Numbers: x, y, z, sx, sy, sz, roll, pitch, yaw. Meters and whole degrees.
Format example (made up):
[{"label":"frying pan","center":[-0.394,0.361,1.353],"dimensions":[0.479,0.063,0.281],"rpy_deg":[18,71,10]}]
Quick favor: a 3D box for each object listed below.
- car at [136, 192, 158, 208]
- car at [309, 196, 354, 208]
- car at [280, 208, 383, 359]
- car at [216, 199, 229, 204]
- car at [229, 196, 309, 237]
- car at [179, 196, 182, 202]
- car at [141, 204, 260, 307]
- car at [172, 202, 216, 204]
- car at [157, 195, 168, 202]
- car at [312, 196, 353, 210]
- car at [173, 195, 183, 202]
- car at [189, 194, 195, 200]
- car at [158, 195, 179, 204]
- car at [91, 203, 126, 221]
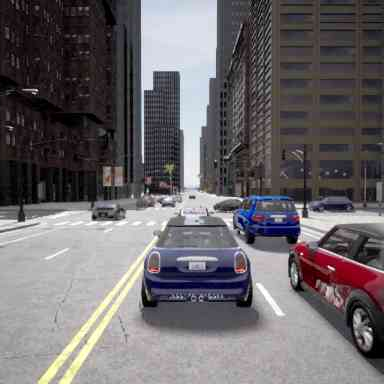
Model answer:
[{"label":"car","center":[-6.700,1.319,48.131],"dimensions":[2.097,1.767,4.553],"rpy_deg":[0,0,2]},{"label":"car","center":[15.345,1.278,36.907],"dimensions":[4.553,1.767,2.097],"rpy_deg":[0,1,-1]},{"label":"car","center":[3.344,1.349,6.152],"dimensions":[2.097,1.767,4.553],"rpy_deg":[0,0,0]},{"label":"car","center":[4.612,1.487,35.325],"dimensions":[4.674,1.442,1.812],"rpy_deg":[0,1,25]},{"label":"car","center":[3.349,1.211,15.863],"dimensions":[2.150,2.045,5.566],"rpy_deg":[0,0,-2]},{"label":"car","center":[-3.282,1.561,67.566],"dimensions":[1.895,1.301,4.718],"rpy_deg":[0,0,0]},{"label":"car","center":[0.094,1.348,8.111],"dimensions":[2.097,1.767,4.553],"rpy_deg":[0,0,0]},{"label":"car","center":[0.089,1.480,17.048],"dimensions":[2.128,1.511,4.902],"rpy_deg":[0,0,0]},{"label":"car","center":[-6.517,1.483,74.644],"dimensions":[2.128,1.511,4.902],"rpy_deg":[0,0,0]},{"label":"car","center":[16.670,1.324,39.608],"dimensions":[4.097,1.590,1.967],"rpy_deg":[0,1,0]},{"label":"car","center":[-3.268,1.510,77.627],"dimensions":[1.994,1.385,4.181],"rpy_deg":[0,0,0]},{"label":"car","center":[-0.020,1.458,92.264],"dimensions":[1.837,1.490,4.892],"rpy_deg":[0,0,0]},{"label":"car","center":[-3.358,1.514,48.469],"dimensions":[2.033,1.411,5.357],"rpy_deg":[0,0,0]},{"label":"car","center":[-6.606,1.545,26.674],"dimensions":[1.994,1.385,4.181],"rpy_deg":[0,0,0]}]
